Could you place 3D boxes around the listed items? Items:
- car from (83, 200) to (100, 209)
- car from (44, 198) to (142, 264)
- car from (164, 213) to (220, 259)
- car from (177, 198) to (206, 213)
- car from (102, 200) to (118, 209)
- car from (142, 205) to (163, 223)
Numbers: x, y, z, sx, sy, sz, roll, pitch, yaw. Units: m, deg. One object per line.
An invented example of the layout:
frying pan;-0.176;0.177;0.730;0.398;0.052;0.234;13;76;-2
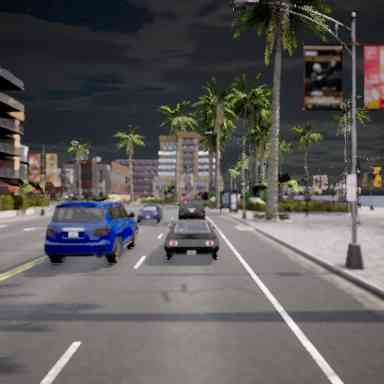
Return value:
car;-17.434;2.127;57.394;2.128;1.511;4.902;0;-1;-25
car;-3.499;1.365;12.518;2.150;2.045;5.566;0;0;0
car;0.010;1.749;13.232;1.895;1.301;4.718;0;-1;1
car;-0.029;1.532;27.572;2.150;2.045;5.566;0;0;0
car;-14.965;2.172;60.284;1.837;1.490;4.892;1;-1;-26
car;-3.552;1.847;28.867;1.812;1.442;4.674;0;0;-1
